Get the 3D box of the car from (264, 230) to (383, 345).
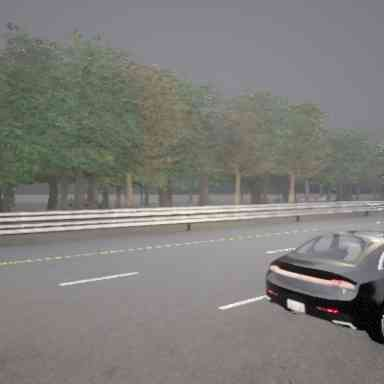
[{"bbox_3d":[3.532,1.493,6.390,4.902,1.511,2.128,0,0,-35],"label":"car"}]
